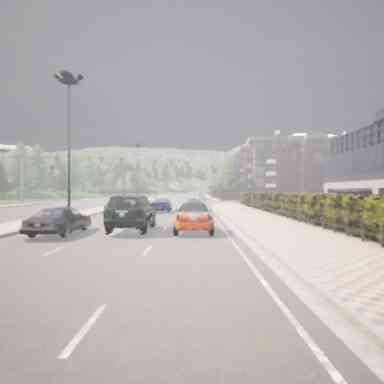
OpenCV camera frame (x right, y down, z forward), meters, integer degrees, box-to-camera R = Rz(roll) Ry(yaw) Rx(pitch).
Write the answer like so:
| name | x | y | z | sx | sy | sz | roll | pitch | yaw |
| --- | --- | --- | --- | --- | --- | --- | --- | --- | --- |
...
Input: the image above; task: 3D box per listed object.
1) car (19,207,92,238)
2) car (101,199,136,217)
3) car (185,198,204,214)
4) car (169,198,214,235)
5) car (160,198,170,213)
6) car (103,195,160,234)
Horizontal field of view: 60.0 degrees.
| name | x | y | z | sx | sy | sz | roll | pitch | yaw |
| --- | --- | --- | --- | --- | --- | --- | --- | --- | --- |
| car | -6.912 | 1.506 | 17.398 | 2.033 | 1.411 | 5.357 | 0 | 0 | 0 |
| car | -6.787 | 1.474 | 31.257 | 2.033 | 1.411 | 5.357 | 0 | 0 | 1 |
| car | 0.267 | 1.421 | 35.479 | 1.837 | 1.490 | 4.892 | 0 | 0 | 1 |
| car | 0.103 | 1.308 | 18.423 | 2.097 | 1.767 | 4.553 | 0 | 0 | 1 |
| car | -3.222 | 1.391 | 36.378 | 1.882 | 1.535 | 5.008 | 0 | 0 | 1 |
| car | -3.386 | 1.180 | 18.913 | 2.150 | 2.045 | 5.566 | 0 | 1 | 1 |
